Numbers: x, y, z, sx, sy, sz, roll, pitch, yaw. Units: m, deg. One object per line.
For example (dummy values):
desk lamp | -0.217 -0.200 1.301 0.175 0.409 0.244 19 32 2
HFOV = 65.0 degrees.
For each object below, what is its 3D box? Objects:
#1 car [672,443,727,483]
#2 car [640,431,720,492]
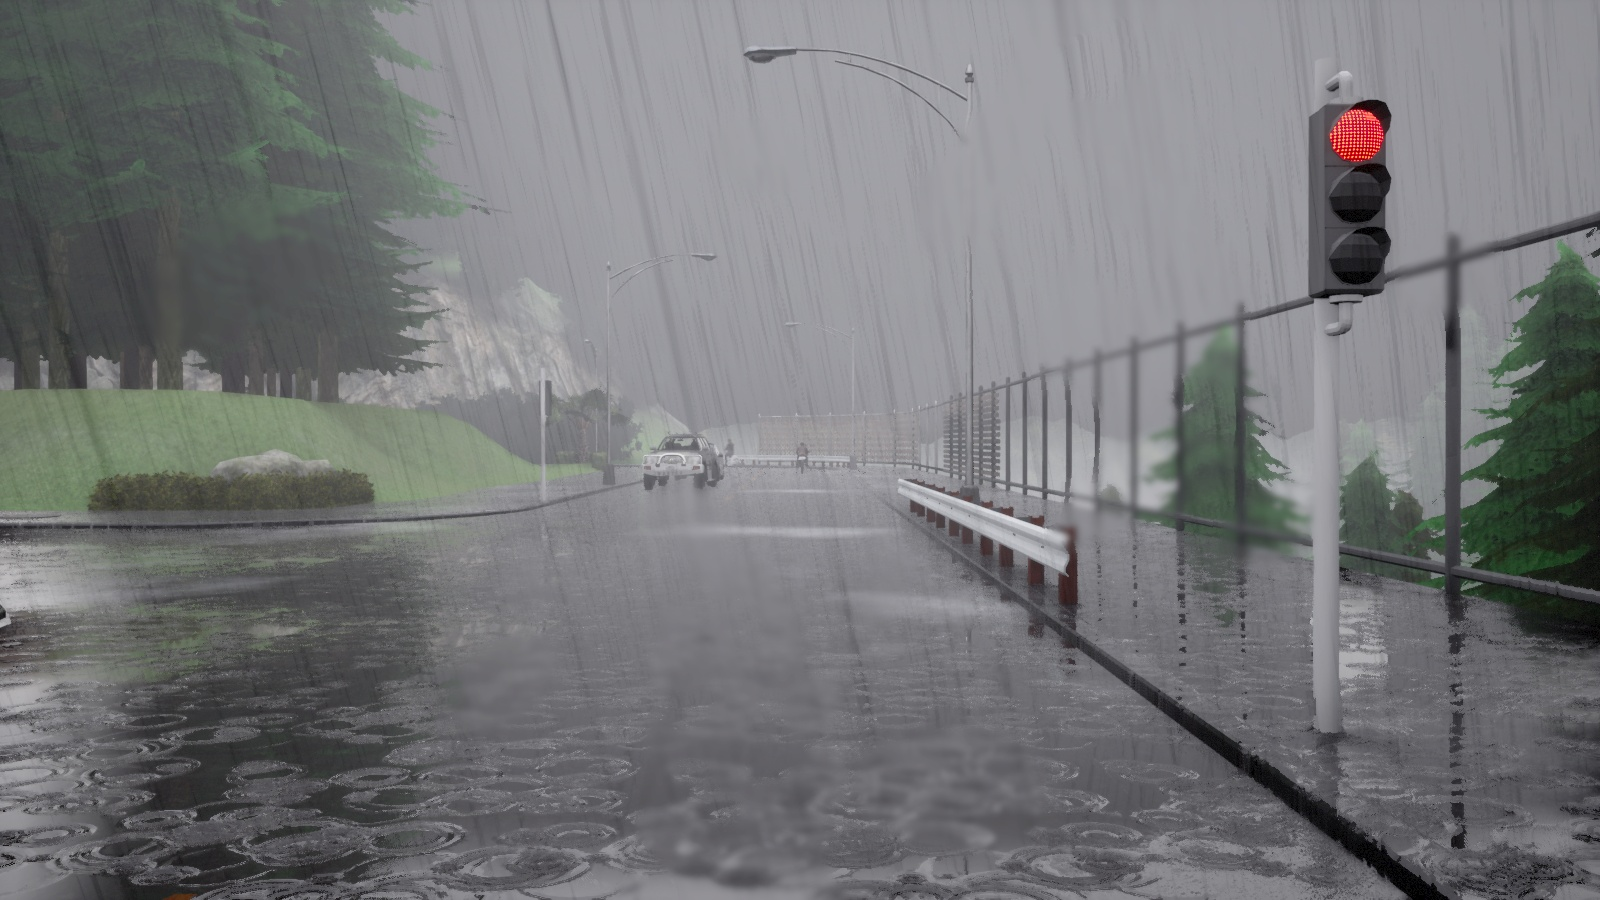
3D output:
car | -3.912 0.478 49.425 1.845 1.501 3.633 0 0 0
car | -3.834 0.330 40.803 1.932 1.855 4.605 0 0 3
